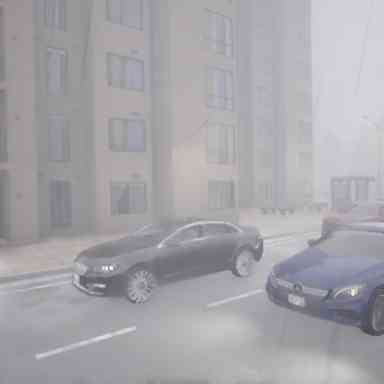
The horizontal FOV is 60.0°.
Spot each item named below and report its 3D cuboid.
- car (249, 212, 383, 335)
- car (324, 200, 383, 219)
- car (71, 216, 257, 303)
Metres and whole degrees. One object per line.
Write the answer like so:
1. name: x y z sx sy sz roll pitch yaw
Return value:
1. car: 3.476 1.363 6.553 4.674 1.442 1.812 -2 1 -37
2. car: 7.365 1.132 13.797 5.008 1.535 1.882 -2 1 -36
3. car: -0.345 1.392 8.103 4.902 1.511 2.128 -2 1 -36
